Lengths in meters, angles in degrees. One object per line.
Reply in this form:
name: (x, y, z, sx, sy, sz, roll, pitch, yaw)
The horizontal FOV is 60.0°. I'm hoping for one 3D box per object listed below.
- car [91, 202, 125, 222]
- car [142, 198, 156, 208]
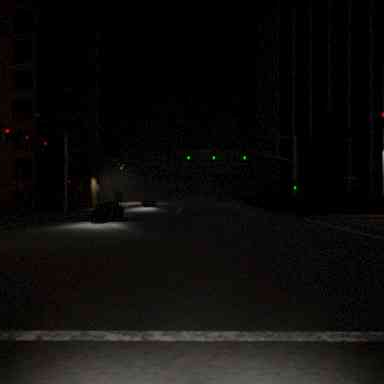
car: (-6.904, 1.611, 27.665, 1.882, 1.535, 5.008, 0, 0, 0)
car: (-6.823, 1.679, 52.997, 2.128, 1.511, 4.902, 0, 1, 0)
